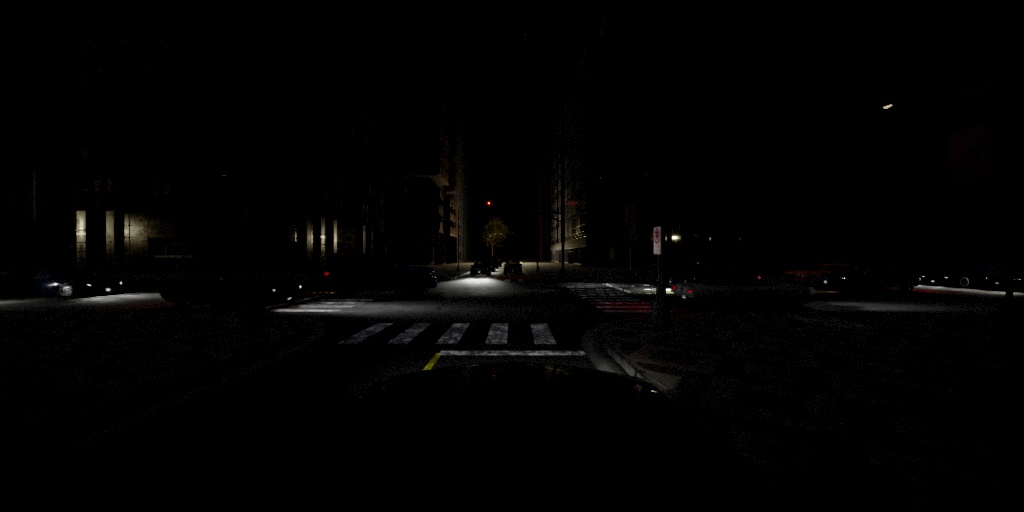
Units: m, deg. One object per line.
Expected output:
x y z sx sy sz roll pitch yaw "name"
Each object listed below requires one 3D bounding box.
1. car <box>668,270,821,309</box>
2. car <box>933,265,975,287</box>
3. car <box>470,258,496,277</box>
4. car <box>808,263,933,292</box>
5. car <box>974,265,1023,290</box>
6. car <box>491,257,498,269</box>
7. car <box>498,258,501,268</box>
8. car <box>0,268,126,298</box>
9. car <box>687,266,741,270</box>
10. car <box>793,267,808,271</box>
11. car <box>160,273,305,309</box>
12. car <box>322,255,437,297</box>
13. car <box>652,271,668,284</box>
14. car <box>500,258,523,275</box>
9.135 1.369 14.412 4.718 1.301 1.895 0 0 0 "car"
31.165 1.325 24.258 5.357 1.411 2.033 0 0 1 "car"
-3.080 1.239 36.082 2.128 1.511 4.902 0 0 0 "car"
20.883 1.261 21.059 4.902 1.511 2.128 0 0 0 "car"
30.765 1.309 21.010 4.674 1.442 1.812 0 0 0 "car"
-3.096 1.252 46.038 1.837 1.490 4.892 0 0 0 "car"
-3.106 1.311 56.022 1.994 1.385 4.181 0 0 0 "car"
-22.690 1.283 17.799 5.357 1.411 2.033 0 0 0 "car"
12.187 1.323 21.098 4.181 1.385 1.994 0 0 0 "car"
21.233 1.241 24.307 5.008 1.535 1.882 0 0 0 "car"
-10.918 1.350 14.241 4.718 1.301 1.895 0 0 5 "car"
-6.760 0.967 18.655 5.566 2.045 2.150 0 0 -12 "car"
12.098 1.353 24.351 4.718 1.301 1.895 0 0 3 "car"
0.088 1.239 38.968 2.128 1.511 4.902 0 0 0 "car"
